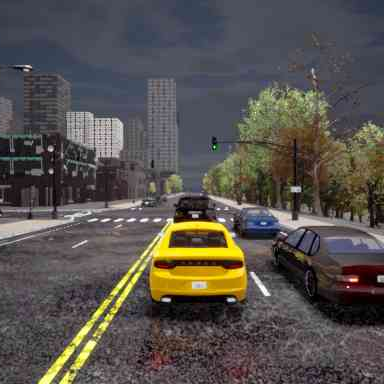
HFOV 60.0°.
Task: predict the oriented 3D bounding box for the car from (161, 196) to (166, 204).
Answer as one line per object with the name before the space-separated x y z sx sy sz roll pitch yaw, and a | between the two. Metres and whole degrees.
car | -6.369 1.488 60.483 1.837 1.490 4.892 0 0 1

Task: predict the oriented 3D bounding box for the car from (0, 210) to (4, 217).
car | -19.855 1.811 30.818 4.313 1.339 1.947 -1 1 0

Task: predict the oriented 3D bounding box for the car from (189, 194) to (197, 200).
car | 0.298 1.325 91.605 2.128 1.511 4.902 0 0 0

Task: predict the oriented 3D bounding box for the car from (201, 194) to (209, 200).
car | 3.548 1.299 91.595 1.837 1.490 4.892 0 0 0

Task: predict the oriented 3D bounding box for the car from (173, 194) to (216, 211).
car | 0.159 1.218 18.180 2.150 2.045 5.566 0 0 0

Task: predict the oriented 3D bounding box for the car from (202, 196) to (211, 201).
car | 3.515 1.560 81.623 1.895 1.301 4.718 0 0 0

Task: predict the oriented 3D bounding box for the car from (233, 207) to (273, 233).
car | 3.410 1.544 18.319 2.033 1.411 5.357 0 0 0

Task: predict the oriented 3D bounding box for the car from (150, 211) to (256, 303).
car | 0.124 1.476 8.285 1.882 1.535 5.008 0 0 0

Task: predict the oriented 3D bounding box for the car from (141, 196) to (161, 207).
car | -6.443 1.478 50.204 2.128 1.511 4.902 0 0 1

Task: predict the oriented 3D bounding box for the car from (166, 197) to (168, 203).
car | -6.269 1.530 70.954 1.994 1.385 4.181 0 0 0

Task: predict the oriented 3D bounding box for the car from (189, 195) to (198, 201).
car | 0.263 1.490 81.187 2.128 1.511 4.902 0 0 0

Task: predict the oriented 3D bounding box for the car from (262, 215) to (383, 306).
car | 3.374 1.546 8.249 2.033 1.411 5.357 0 0 1
